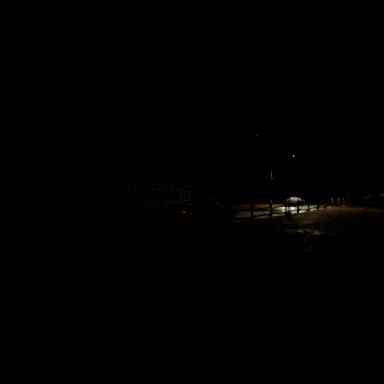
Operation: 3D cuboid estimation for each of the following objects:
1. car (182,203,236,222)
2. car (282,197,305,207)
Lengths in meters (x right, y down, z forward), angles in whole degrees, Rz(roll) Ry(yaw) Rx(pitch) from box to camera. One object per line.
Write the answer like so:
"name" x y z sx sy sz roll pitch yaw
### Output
"car" 1.392 1.555 25.768 2.033 1.411 5.357 2 1 36
"car" 15.187 1.464 49.293 2.033 1.411 5.357 2 1 36
